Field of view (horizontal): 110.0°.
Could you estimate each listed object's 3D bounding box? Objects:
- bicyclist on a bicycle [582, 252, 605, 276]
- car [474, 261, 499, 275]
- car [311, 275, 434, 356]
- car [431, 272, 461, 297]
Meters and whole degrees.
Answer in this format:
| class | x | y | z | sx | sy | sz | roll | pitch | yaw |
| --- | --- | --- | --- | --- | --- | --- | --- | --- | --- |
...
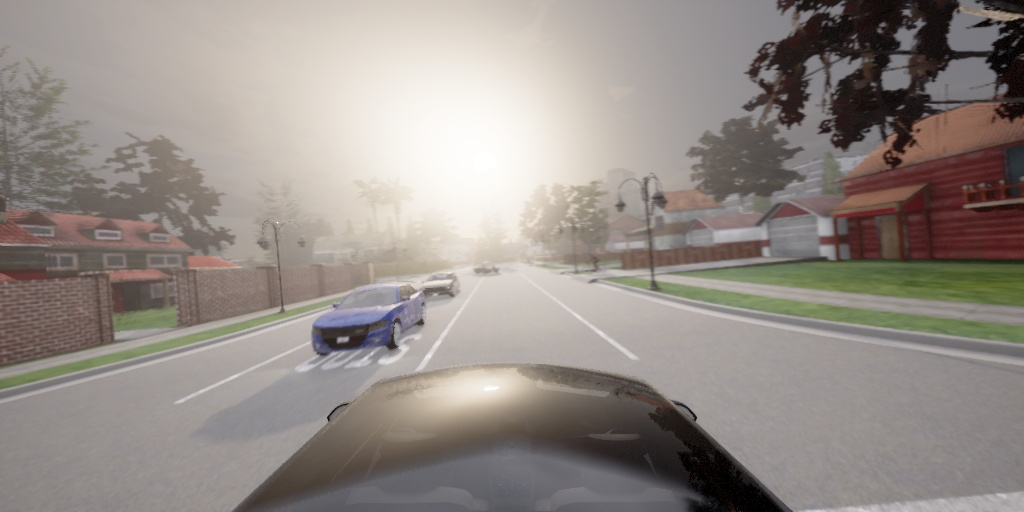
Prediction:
| class | x | y | z | sx | sy | sz | roll | pitch | yaw |
| --- | --- | --- | --- | --- | --- | --- | --- | --- | --- |
| bicyclist on a bicycle | 5.648 | 0.535 | 24.961 | 1.656 | 1.620 | 0.582 | -4 | 0 | -2 |
| car | -3.393 | 1.699 | 46.364 | 1.895 | 1.301 | 4.718 | -5 | 0 | -26 |
| car | -3.781 | 1.559 | 10.281 | 1.882 | 1.535 | 5.008 | -5 | 0 | -2 |
| car | -4.195 | 1.679 | 21.674 | 2.033 | 1.411 | 5.357 | -5 | 0 | -2 |
